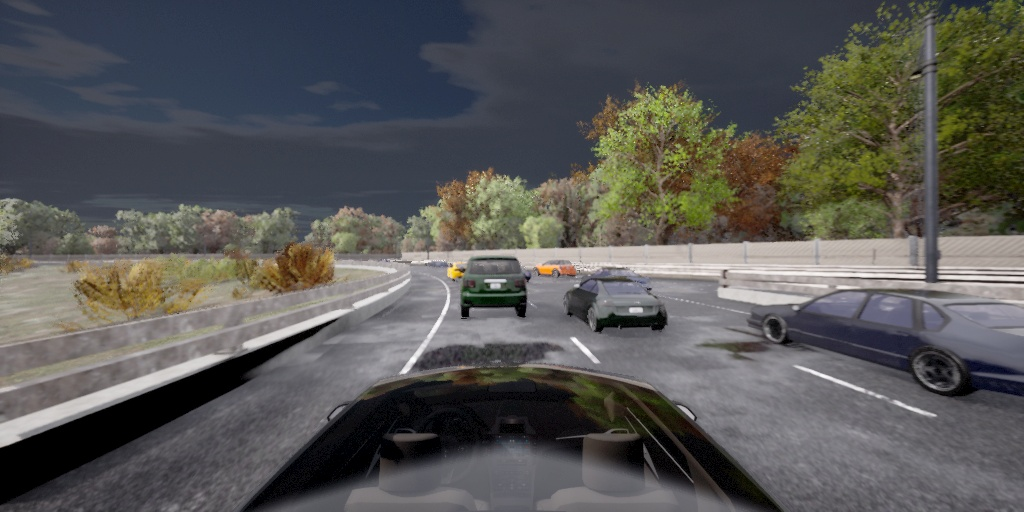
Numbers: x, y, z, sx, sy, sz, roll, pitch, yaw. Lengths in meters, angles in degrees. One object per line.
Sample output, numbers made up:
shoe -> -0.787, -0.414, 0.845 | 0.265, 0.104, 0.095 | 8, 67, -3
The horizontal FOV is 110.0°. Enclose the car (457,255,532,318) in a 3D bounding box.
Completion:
car -> -0.780, 1.000, 13.391 | 2.150, 2.045, 5.566 | 0, 0, -6

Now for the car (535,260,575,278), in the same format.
car -> 4.039, 1.152, 34.819 | 2.097, 1.767, 4.553 | 0, 0, -32

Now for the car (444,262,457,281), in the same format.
car -> -4.483, 1.311, 31.136 | 1.882, 1.535, 5.008 | 0, 0, -16

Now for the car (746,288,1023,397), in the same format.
car -> 6.858, 1.282, 6.472 | 2.033, 1.411, 5.357 | 0, 0, -3

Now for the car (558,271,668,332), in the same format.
car -> 2.919, 1.324, 10.932 | 1.994, 1.385, 4.181 | 0, 0, -5

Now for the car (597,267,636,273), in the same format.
car -> 5.442, 1.318, 19.323 | 2.033, 1.411, 5.357 | 0, 0, -9
